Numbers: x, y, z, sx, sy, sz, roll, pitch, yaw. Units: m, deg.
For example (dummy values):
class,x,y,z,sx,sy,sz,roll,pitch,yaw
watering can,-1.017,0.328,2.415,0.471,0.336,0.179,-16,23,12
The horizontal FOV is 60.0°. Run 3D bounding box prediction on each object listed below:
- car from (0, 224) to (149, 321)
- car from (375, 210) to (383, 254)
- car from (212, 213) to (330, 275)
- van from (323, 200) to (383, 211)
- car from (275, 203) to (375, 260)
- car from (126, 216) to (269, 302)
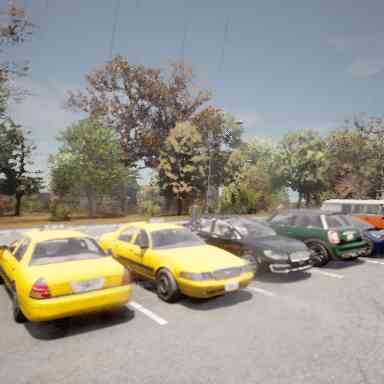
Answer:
class,x,y,z,sx,sy,sz,roll,pitch,yaw
car,-3.148,1.481,7.427,1.946,1.575,5.366,0,0,-35
car,5.911,1.585,13.622,2.163,1.488,4.792,1,0,-35
car,1.369,1.510,10.428,2.231,1.521,4.892,0,0,-35
van,8.225,1.358,15.164,1.878,1.987,4.442,1,0,-35
car,3.655,1.405,12.011,2.185,1.767,4.553,1,0,-35
car,-0.773,1.490,8.665,1.946,1.575,5.366,0,0,-35
